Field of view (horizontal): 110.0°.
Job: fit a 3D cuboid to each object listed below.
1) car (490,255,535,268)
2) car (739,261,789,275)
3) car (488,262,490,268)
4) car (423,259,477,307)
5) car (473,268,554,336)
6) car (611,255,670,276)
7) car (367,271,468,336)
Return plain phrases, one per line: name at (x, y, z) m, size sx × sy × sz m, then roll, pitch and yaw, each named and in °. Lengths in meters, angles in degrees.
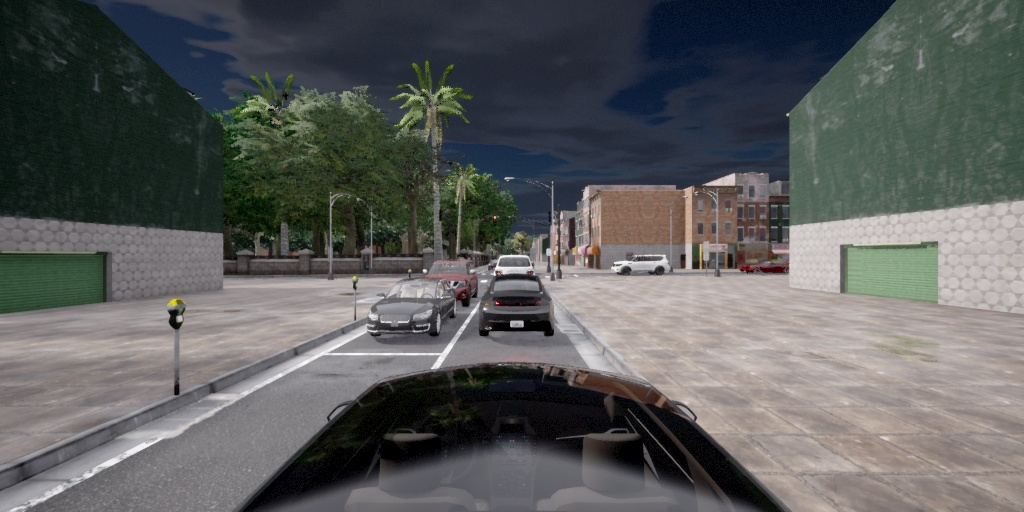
car at (0.122, 0.981, 20.430) m, size 2.150 × 2.045 × 5.566 m, roll 0°, pitch 0°, yaw 0°
car at (25.606, 1.206, 36.024) m, size 4.718 × 1.301 × 1.895 m, roll 0°, pitch 0°, yaw 0°
car at (-2.574, 1.295, 53.819) m, size 1.967 × 1.591 × 4.097 m, roll 0°, pitch 0°, yaw 0°
car at (-2.621, 1.069, 15.673) m, size 2.192 × 1.841 × 5.009 m, roll 0°, pitch 0°, yaw 0°
car at (0.109, 1.256, 10.336) m, size 1.837 × 1.490 × 4.892 m, roll 0°, pitch 0°, yaw 0°
car at (12.899, 0.903, 36.024) m, size 5.566 × 2.045 × 2.150 m, roll 0°, pitch 0°, yaw 0°
car at (-2.628, 1.301, 10.210) m, size 2.007 × 1.370 × 4.403 m, roll 0°, pitch 0°, yaw 0°
